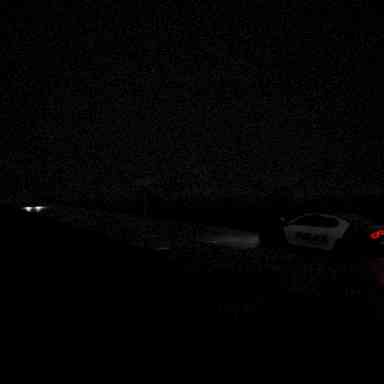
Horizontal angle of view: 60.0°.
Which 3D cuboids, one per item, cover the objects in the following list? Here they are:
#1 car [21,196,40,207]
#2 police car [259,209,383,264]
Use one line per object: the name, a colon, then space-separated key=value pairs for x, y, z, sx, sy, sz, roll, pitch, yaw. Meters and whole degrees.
car: x=-22.814 y=1.312 z=46.895 sx=2.033 sy=1.411 sz=5.357 roll=-2 pitch=1 yaw=-34
police car: x=4.566 y=1.408 z=11.877 sx=2.038 sy=1.542 sz=4.974 roll=-2 pitch=1 yaw=-34
